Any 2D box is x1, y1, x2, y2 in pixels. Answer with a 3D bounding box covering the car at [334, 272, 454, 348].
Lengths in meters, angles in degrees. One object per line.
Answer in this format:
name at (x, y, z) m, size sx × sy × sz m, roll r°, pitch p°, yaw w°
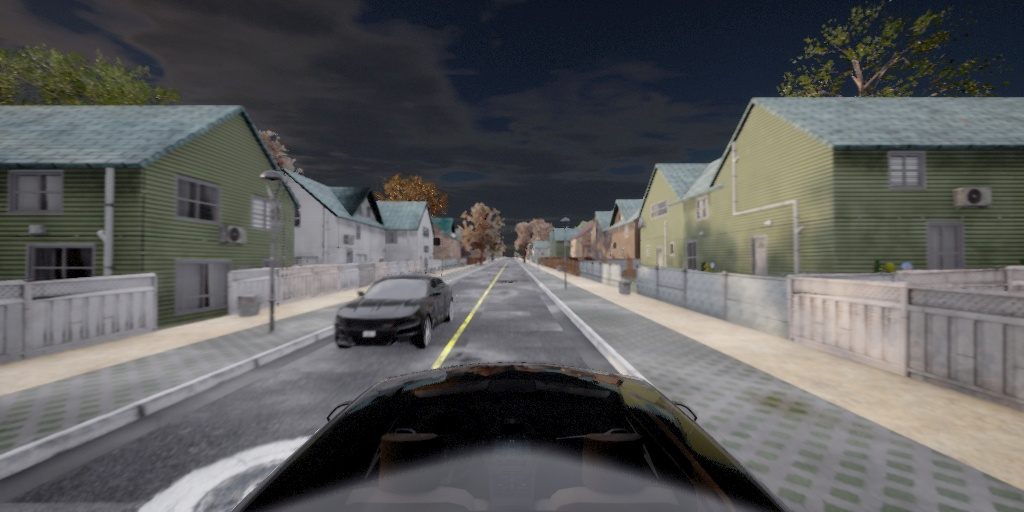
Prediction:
car at (-2.755, 1.228, 9.403) m, size 1.882 × 1.535 × 5.008 m, roll 0°, pitch 0°, yaw 0°
